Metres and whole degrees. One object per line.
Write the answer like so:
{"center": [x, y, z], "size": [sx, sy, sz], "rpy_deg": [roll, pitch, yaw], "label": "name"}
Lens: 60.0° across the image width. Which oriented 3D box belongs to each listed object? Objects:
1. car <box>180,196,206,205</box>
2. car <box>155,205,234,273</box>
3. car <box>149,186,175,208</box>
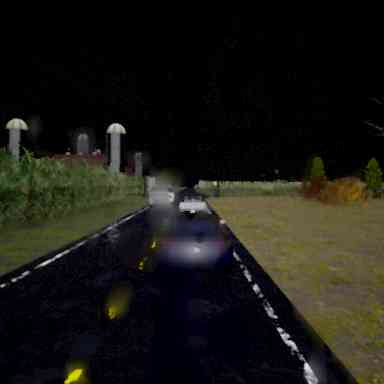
{"center": [0.071, 0.964, 25.229], "size": [1.895, 1.301, 4.718], "rpy_deg": [0, 1, 0], "label": "car"}
{"center": [0.072, 1.312, 9.818], "size": [1.994, 1.385, 4.181], "rpy_deg": [0, 1, 0], "label": "car"}
{"center": [-2.847, 0.403, 32.574], "size": [2.150, 2.045, 5.566], "rpy_deg": [0, 2, 0], "label": "car"}
